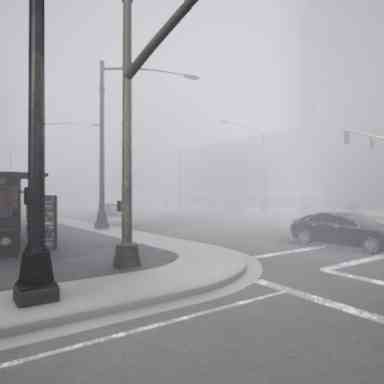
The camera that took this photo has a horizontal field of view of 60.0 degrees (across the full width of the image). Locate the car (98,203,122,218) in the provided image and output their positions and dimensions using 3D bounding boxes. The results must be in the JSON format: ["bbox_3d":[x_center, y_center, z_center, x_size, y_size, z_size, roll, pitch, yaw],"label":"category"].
[{"bbox_3d":[-8.141,1.861,34.001,1.812,1.442,4.674,0,-1,-36],"label":"car"}]

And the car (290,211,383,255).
[{"bbox_3d":[6.434,1.595,13.901,1.837,1.490,4.892,0,0,-36],"label":"car"}]
